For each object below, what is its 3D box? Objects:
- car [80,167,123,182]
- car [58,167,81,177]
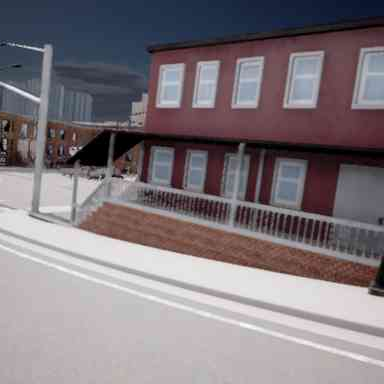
[{"bbox_3d":[-10.567,-2.220,40.121,2.097,1.767,4.553,10,6,35],"label":"car"},{"bbox_3d":[-14.047,-2.495,41.270,1.895,1.301,4.718,11,6,36],"label":"car"}]
